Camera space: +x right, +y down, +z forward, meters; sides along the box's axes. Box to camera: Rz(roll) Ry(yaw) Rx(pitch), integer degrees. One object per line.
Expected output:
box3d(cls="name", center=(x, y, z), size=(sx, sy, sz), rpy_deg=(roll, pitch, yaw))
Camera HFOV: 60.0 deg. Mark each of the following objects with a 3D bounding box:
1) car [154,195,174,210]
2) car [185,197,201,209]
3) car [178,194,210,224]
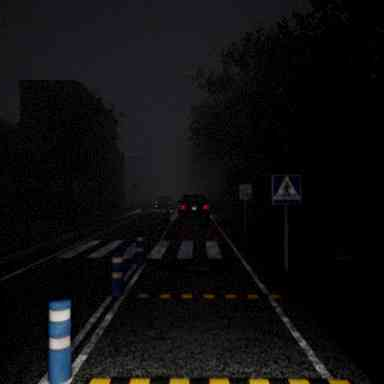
box3d(cls="car", center=(-3.328, 1.209, 40.418), size=(2.097, 1.767, 4.553), rpy_deg=(0, 0, 0))
box3d(cls="car", center=(0.111, 1.393, 42.828), size=(2.033, 1.411, 5.357), rpy_deg=(0, 0, 0))
box3d(cls="car", center=(0.138, 1.153, 24.299), size=(2.150, 2.045, 5.566), rpy_deg=(0, 0, 0))
